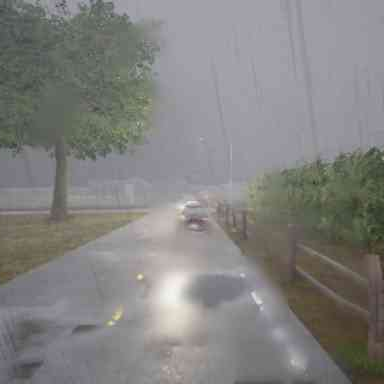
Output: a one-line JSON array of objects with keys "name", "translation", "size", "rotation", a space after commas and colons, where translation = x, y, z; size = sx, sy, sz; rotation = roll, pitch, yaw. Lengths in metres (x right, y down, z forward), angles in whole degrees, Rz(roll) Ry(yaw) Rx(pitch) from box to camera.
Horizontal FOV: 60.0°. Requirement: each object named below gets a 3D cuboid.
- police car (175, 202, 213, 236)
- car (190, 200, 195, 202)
[{"name": "police car", "translation": [0.102, 1.554, 19.010], "size": [2.038, 1.542, 4.974], "rotation": [0, 0, 0]}, {"name": "car", "translation": [0.051, 1.624, 33.117], "size": [1.801, 1.575, 5.366], "rotation": [0, -1, 0]}]
